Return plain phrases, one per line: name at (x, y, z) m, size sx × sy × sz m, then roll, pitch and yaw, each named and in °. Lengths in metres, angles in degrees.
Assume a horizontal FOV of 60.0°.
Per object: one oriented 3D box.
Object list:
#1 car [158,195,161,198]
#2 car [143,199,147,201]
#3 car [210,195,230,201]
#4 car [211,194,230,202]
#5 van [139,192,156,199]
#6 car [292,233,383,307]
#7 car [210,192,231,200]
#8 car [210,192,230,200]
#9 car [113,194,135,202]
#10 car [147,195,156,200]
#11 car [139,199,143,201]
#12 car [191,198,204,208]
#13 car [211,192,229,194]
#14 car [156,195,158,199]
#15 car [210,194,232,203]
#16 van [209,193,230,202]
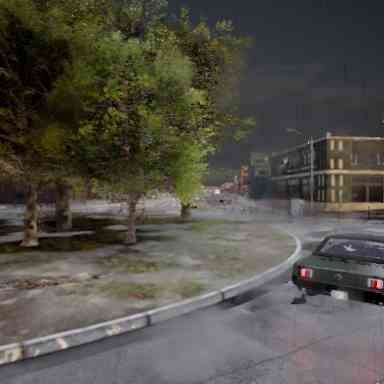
car at (-12.257, 1.235, 94.849) m, size 5.008 × 1.535 × 2.097 m, roll 0°, pitch 1°, yaw 5°
car at (-13.594, 1.254, 78.355) m, size 4.553 × 1.767 × 2.185 m, roll 0°, pitch 0°, yaw 5°
car at (7.009, 1.463, 83.229) m, size 5.008 × 1.535 × 2.097 m, roll 0°, pitch 1°, yaw 5°
car at (6.803, 1.366, 80.332) m, size 4.553 × 1.767 × 2.185 m, roll 0°, pitch 1°, yaw 5°
van at (-12.363, 1.034, 92.089) m, size 4.442 × 1.987 × 1.878 m, roll 0°, pitch 1°, yaw 5°
car at (4.143, 1.653, 7.960) m, size 1.895 × 1.301 × 4.718 m, roll 0°, pitch 0°, yaw 38°
car at (7.500, 1.160, 88.637) m, size 5.566 × 2.045 × 2.435 m, roll 0°, pitch 1°, yaw 5°
car at (7.919, 1.106, 94.307) m, size 5.566 × 2.045 × 2.435 m, roll 0°, pitch 1°, yaw 5°
car at (-14.281, 1.304, 70.108) m, size 4.553 × 1.767 × 2.185 m, roll 0°, pitch 0°, yaw 5°
car at (-12.965, 1.058, 86.605) m, size 5.566 × 2.045 × 2.435 m, roll 0°, pitch 1°, yaw 5°
car at (-14.089, 1.416, 72.864) m, size 5.008 × 1.535 × 2.097 m, roll 0°, pitch 0°, yaw 5°
car at (0.760, 1.601, 50.558) m, size 1.882 × 1.535 × 5.008 m, roll 0°, pitch 0°, yaw -4°
car at (6.104, 1.430, 72.017) m, size 4.553 × 1.767 × 2.185 m, roll 0°, pitch 0°, yaw 5°
car at (-12.525, 1.283, 89.338) m, size 5.366 × 1.575 × 1.946 m, roll 0°, pitch 1°, yaw 5°
car at (5.587, 1.606, 66.607) m, size 4.792 × 1.488 × 2.163 m, roll 0°, pitch 0°, yaw 5°
van at (6.200, 1.312, 74.926) m, size 4.442 × 1.987 × 1.878 m, roll 0°, pitch 0°, yaw 5°
